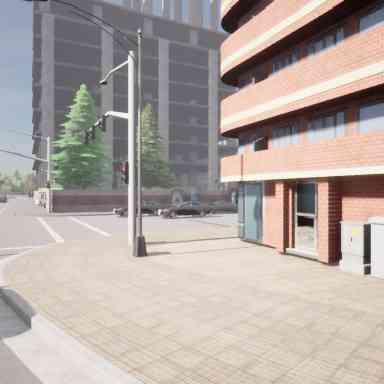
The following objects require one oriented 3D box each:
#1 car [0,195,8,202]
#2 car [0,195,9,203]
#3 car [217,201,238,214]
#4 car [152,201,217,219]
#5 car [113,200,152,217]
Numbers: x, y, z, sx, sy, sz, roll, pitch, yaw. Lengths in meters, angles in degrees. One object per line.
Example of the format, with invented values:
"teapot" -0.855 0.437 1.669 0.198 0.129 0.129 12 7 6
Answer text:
"car" -42.472 1.500 74.885 1.837 1.490 4.892 0 0 -27
"car" -37.951 1.595 66.027 1.895 1.301 4.718 0 0 -27
"car" 3.016 1.619 35.566 4.181 1.385 1.994 0 0 -27
"car" -0.644 1.547 29.811 4.902 1.511 2.128 0 0 -27
"car" -4.949 1.547 31.568 4.902 1.511 2.128 0 0 -27
